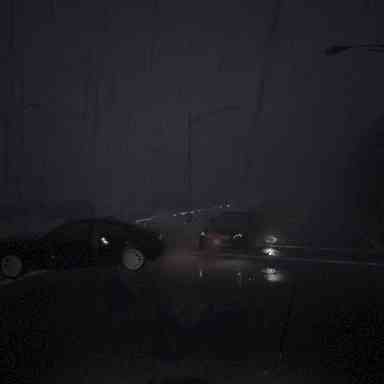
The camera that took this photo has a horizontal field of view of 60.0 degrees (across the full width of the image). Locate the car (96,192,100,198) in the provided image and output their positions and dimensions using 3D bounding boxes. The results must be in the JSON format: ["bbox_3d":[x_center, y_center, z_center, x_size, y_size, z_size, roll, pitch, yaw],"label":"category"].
[{"bbox_3d":[-21.607,1.300,68.010,3.806,1.475,1.970,0,0,19],"label":"car"}]

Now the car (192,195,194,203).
[{"bbox_3d":[-2.262,1.054,44.614,3.866,1.878,1.905,0,0,19],"label":"car"}]

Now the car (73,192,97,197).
[{"bbox_3d":[-18.265,1.250,53.748,4.514,1.523,2.007,0,0,19],"label":"car"}]

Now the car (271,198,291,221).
[{"bbox_3d":[5.967,1.476,24.877,2.128,1.511,4.902,0,0,19],"label":"car"}]

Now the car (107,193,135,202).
[{"bbox_3d":[-13.569,1.048,65.307,4.605,1.855,1.932,0,0,19],"label":"car"}]

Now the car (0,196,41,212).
[{"bbox_3d":[-15.003,1.356,29.404,3.806,1.475,1.970,0,0,19],"label":"car"}]

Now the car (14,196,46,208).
[{"bbox_3d":[-21.533,1.274,44.304,3.633,1.501,1.845,0,0,19],"label":"car"}]

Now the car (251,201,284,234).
[{"bbox_3d":[4.036,1.491,19.237,1.837,1.490,4.892,0,0,19],"label":"car"}]

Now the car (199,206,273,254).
[{"bbox_3d":[1.871,1.515,13.836,1.812,1.442,4.674,0,0,25],"label":"car"}]

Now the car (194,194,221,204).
[{"bbox_3d":[1.869,1.128,56.723,5.027,1.636,2.152,0,0,19],"label":"car"}]

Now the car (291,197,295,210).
[{"bbox_3d":[9.924,1.545,36.465,1.994,1.385,4.181,0,0,19],"label":"car"}]

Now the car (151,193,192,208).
[{"bbox_3d":[-2.810,1.076,41.731,4.605,1.855,1.932,0,0,19],"label":"car"}]

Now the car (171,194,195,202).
[{"bbox_3d":[-1.853,1.260,68.644,4.514,1.523,2.007,0,0,19],"label":"car"}]

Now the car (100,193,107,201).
[{"bbox_3d":[-19.954,1.016,70.958,3.866,1.878,1.905,0,0,19],"label":"car"}]

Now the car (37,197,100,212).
[{"bbox_3d":[-8.942,1.356,24.187,3.633,1.501,1.845,0,0,19],"label":"car"}]

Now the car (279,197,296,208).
[{"bbox_3d":[13.716,1.470,47.584,2.128,1.511,4.902,0,0,19],"label":"car"}]

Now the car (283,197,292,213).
[{"bbox_3d":[7.864,1.488,30.434,1.837,1.490,4.892,0,0,19],"label":"car"}]

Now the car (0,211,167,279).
[{"bbox_3d":[-3.257,1.476,9.828,5.008,1.535,1.882,0,0,-15],"label":"car"}]
